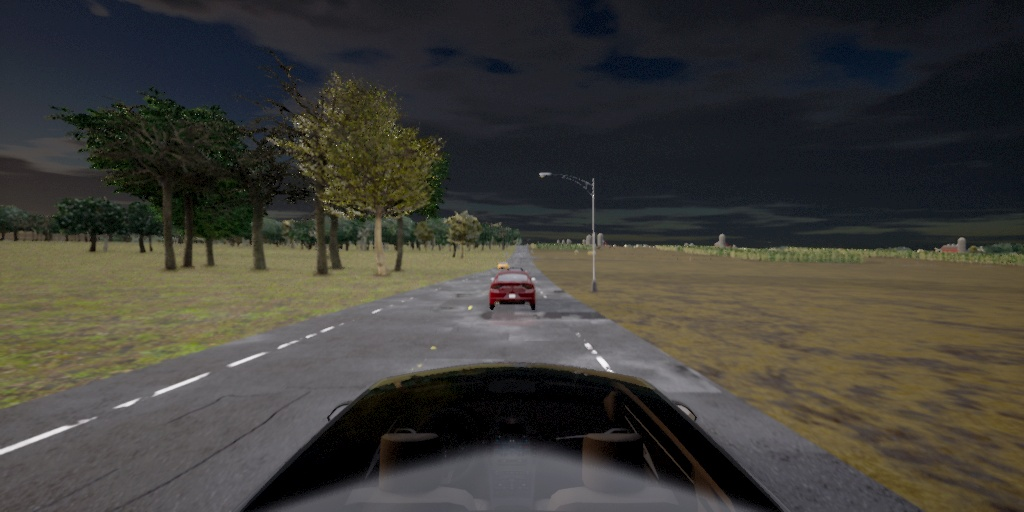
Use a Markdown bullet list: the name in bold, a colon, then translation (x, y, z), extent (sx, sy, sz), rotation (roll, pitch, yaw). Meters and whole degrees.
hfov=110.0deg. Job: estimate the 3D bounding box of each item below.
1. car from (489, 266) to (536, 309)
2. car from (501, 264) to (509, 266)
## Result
- **car**: translation (0.051, 1.398, 16.128), extent (1.882, 1.535, 5.008), rotation (0, -1, 1)
- **car**: translation (0.337, 1.665, 30.282), extent (1.994, 1.385, 4.181), rotation (0, -1, 3)
